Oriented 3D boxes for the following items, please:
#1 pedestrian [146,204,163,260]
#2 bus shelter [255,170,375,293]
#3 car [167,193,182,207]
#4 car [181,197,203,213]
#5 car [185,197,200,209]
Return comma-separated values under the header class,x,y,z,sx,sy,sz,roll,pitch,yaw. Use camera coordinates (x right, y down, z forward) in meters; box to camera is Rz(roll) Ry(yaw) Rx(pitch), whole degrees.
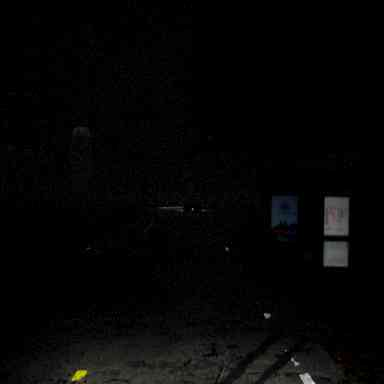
class,x,y,z,sx,sy,sz,roll,pitch,yaw
pedestrian,-1.227,1.292,10.937,0.375,1.860,0.375,-1,1,-5
bus shelter,3.144,0.873,9.437,1.920,2.740,3.880,1,1,0
car,-2.833,1.260,53.758,2.150,2.045,5.566,0,0,0
car,0.099,1.513,36.860,1.837,1.490,4.892,0,0,1
car,0.088,1.517,47.866,2.128,1.511,4.902,0,0,0
